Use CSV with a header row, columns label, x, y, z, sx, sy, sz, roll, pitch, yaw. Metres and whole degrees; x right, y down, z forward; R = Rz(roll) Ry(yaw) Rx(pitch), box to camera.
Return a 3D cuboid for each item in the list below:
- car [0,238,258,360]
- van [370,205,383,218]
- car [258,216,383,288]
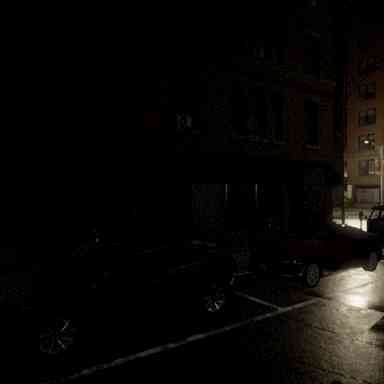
label,x,y,z,sx,sy,sz,roll,pitch,yaw
car,-1.099,1.566,5.967,4.313,1.339,1.947,0,0,-35
van,8.145,1.338,12.500,3.998,1.788,1.690,0,0,-35
car,3.522,1.544,9.234,4.507,1.381,1.887,0,0,-35
